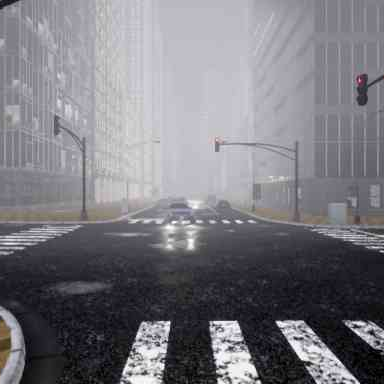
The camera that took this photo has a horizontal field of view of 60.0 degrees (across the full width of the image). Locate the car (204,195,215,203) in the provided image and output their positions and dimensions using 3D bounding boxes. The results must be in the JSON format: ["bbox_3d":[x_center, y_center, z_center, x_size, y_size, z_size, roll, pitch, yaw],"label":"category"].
[{"bbox_3d":[3.578,1.432,69.432,1.967,1.590,4.097,0,0,0],"label":"car"}]

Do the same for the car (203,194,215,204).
[{"bbox_3d":[3.616,1.313,63.903,2.192,1.841,5.009,0,0,0],"label":"car"}]

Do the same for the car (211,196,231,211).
[{"bbox_3d":[3.817,1.579,41.795,1.947,1.339,4.313,0,0,0],"label":"car"}]

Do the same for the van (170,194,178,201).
[{"bbox_3d":[-4.378,1.321,80.432,1.690,1.788,3.998,0,0,0],"label":"van"}]

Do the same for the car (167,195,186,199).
[{"bbox_3d":[-1.638,1.505,40.713,2.128,1.511,4.902,0,0,0],"label":"car"}]

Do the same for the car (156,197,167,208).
[{"bbox_3d":[-4.150,1.592,47.267,1.802,1.307,4.206,0,0,0],"label":"car"}]

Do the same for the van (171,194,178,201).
[{"bbox_3d":[-4.416,1.315,85.960,1.690,1.788,3.998,0,0,0],"label":"van"}]

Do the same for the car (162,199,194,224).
[{"bbox_3d":[-1.048,1.546,25.217,1.812,1.442,4.674,0,0,-8],"label":"car"}]

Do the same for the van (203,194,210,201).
[{"bbox_3d":[3.502,1.321,80.486,1.690,1.788,3.998,0,0,0],"label":"van"}]
